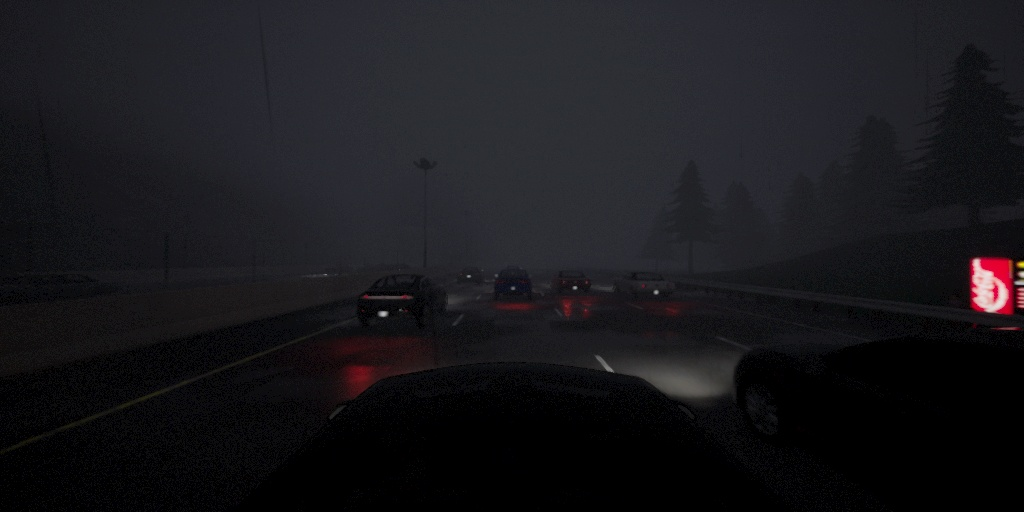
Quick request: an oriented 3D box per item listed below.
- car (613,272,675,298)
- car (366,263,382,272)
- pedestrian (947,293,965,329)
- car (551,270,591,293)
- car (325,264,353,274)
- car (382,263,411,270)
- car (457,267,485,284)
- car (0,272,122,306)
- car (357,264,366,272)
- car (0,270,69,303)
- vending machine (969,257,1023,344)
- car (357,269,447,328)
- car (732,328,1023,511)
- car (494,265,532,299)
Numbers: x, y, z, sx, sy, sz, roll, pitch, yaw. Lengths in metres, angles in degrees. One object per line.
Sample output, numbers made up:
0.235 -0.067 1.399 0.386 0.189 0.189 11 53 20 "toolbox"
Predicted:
7.096 1.530 19.859 1.895 1.301 4.718 0 -1 0 "car"
-17.579 1.705 49.215 2.128 1.511 4.902 0 -1 0 "car"
11.765 1.502 9.491 0.500 1.100 0.500 0 -1 0 "pedestrian"
3.595 1.557 22.652 1.895 1.301 4.718 0 -1 0 "car"
-24.565 1.831 50.963 1.895 1.301 4.718 0 -1 1 "car"
-14.091 1.649 44.821 1.882 1.535 5.008 0 -1 0 "car"
-3.406 1.593 30.204 1.994 1.385 4.181 0 -1 0 "car"
-21.102 1.491 16.248 1.895 1.301 4.718 0 -1 0 "car"
-21.061 1.852 53.047 1.895 1.301 4.718 0 -1 1 "car"
-24.602 1.439 16.412 2.033 1.411 5.357 0 -1 0 "car"
11.999 1.014 8.532 1.100 2.100 0.880 0 0 0 "vending machine"
-3.400 1.341 11.881 2.128 1.511 4.902 0 -1 0 "car"
3.601 1.262 2.414 1.837 1.490 4.892 0 -1 0 "car"
0.069 1.401 19.421 1.882 1.535 5.008 0 -1 0 "car"
